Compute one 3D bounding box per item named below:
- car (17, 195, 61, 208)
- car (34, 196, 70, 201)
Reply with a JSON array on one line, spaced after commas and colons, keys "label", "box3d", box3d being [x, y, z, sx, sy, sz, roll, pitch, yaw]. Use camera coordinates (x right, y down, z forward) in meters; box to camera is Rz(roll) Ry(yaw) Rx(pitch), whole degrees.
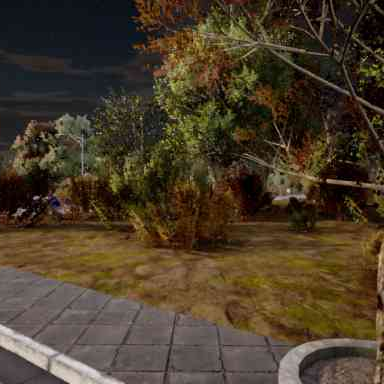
[{"label": "car", "box3d": [-20.038, 1.222, 43.862, 1.882, 1.535, 5.008, 0, 0, 32]}, {"label": "car", "box3d": [-17.523, 1.247, 41.286, 1.882, 1.535, 5.008, 0, 0, 32]}]
